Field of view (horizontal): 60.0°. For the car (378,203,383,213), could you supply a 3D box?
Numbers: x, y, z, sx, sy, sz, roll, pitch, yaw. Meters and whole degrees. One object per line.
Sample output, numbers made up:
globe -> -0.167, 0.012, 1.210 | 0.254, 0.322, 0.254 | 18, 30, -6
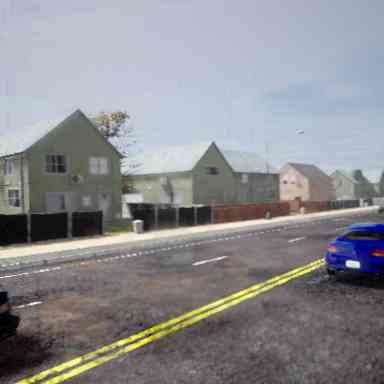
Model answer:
car -> 25.660, 2.000, 43.149 | 2.033, 1.411, 5.357 | -2, -1, 41

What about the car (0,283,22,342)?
car -> -4.813, 1.688, 3.436 | 2.033, 1.411, 5.357 | -2, -1, 41

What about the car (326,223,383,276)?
car -> 5.536, 1.650, 10.049 | 1.812, 1.442, 4.674 | -2, -1, 41
